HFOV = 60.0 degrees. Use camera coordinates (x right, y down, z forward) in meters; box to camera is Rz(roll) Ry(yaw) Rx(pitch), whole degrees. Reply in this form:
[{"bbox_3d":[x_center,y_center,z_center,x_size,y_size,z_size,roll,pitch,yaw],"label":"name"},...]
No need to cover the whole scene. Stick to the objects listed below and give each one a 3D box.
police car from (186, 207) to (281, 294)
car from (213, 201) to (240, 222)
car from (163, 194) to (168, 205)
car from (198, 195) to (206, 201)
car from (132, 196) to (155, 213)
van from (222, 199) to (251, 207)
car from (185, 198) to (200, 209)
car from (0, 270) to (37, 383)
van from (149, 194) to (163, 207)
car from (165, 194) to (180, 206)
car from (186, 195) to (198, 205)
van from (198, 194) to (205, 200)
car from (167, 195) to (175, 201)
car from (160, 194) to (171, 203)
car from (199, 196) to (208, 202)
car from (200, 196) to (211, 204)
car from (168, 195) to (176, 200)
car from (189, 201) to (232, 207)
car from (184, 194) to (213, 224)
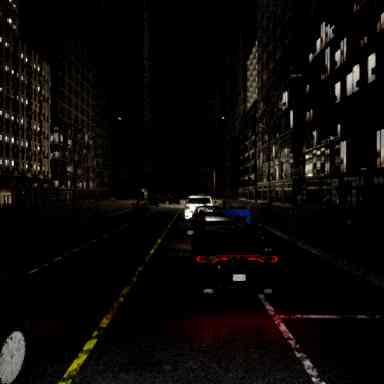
[{"bbox_3d":[0.900,1.425,8.913,1.930,1.638,5.238,0,0,0],"label":"police car"},{"bbox_3d":[2.686,1.527,26.908,1.752,1.417,4.829,0,0,0],"label":"car"},{"bbox_3d":[-5.698,1.558,60.746,2.008,1.369,4.403,0,0,0],"label":"car"},{"bbox_3d":[2.679,1.557,89.086,1.887,1.381,4.507,0,0,0],"label":"car"},{"bbox_3d":[-5.695,1.528,37.904,1.752,1.417,4.829,0,0,0],"label":"car"},{"bbox_3d":[2.686,1.342,21.070,1.690,1.788,3.998,0,0,0],"label":"van"},{"bbox_3d":[0.014,1.568,46.199,1.994,1.385,4.181,0,0,0],"label":"car"},{"bbox_3d":[-2.999,1.477,2.404,1.882,1.535,5.008,0,0,0],"label":"car"},{"bbox_3d":[-5.697,1.346,49.411,1.690,1.788,3.998,0,0,0],"label":"van"},{"bbox_3d":[-3.006,1.532,56.427,1.812,1.442,4.674,0,0,0],"label":"car"},{"bbox_3d":[-0.006,1.359,60.130,2.097,1.767,4.553,0,0,0],"label":"car"},{"bbox_3d":[2.679,1.354,94.754,1.690,1.788,3.998,0,0,0],"label":"van"},{"bbox_3d":[-5.701,1.557,89.087,1.887,1.381,4.507,0,0,0],"label":"car"},{"bbox_3d":[-5.700,1.324,72.083,2.192,1.841,5.009,0,0,0],"label":"car"},{"bbox_3d":[2.681,1.555,77.750,1.887,1.381,4.507,0,0,0],"label":"car"},{"bbox_3d":[2.682,1.559,66.414,2.008,1.369,4.403,0,0,0],"label":"car"},{"bbox_3d":[-5.701,1.579,94.754,1.947,1.339,4.313,0,0,0],"label":"car"},{"bbox_3d":[0.899,1.479,18.804,1.882,1.535,5.008,0,0,0],"label":"car"},{"bbox_3d":[0.658,1.225,24.913,2.150,2.045,5.566,0,0,4],"label":"car"}]
